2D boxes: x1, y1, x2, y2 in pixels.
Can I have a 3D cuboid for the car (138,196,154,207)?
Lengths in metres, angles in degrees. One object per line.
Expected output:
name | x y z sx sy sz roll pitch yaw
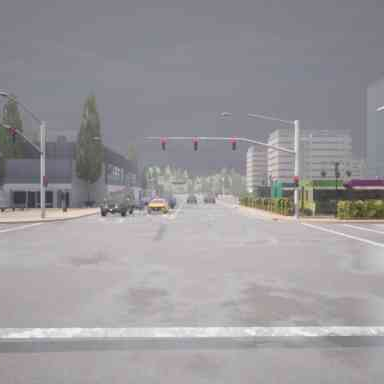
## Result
car | -7.101 1.477 52.042 1.882 1.535 5.008 0 0 0

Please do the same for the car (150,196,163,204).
car | -7.034 1.547 66.051 2.033 1.411 5.357 0 0 0

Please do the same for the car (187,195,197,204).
car | -0.014 1.491 63.733 2.128 1.511 4.902 0 0 0

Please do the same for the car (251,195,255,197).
car | 17.749 1.153 86.905 4.605 1.855 1.932 0 0 -2

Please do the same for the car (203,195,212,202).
car | 3.483 1.397 74.009 1.812 1.442 4.674 0 0 0

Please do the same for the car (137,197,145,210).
car | -7.101 1.564 41.643 1.994 1.385 4.181 0 0 0

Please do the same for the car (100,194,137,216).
car | -7.126 1.221 32.240 2.150 2.045 5.566 0 0 1

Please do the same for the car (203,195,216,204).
car | 3.486 1.491 63.734 2.128 1.511 4.902 0 0 0

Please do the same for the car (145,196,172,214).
car | -3.599 1.477 36.165 1.882 1.535 5.008 0 0 0

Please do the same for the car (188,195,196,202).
car | -0.017 1.372 74.007 1.837 1.490 4.892 0 0 0

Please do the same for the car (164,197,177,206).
car | -3.597 1.564 56.027 1.994 1.385 4.181 0 0 0

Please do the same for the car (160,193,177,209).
car | -3.598 1.221 46.087 2.150 2.045 5.566 0 0 0
